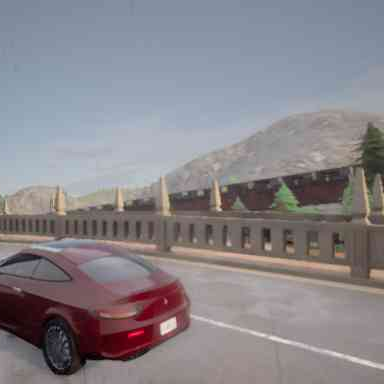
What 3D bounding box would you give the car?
[{"bbox_3d":[-2.172,1.540,5.540,4.674,1.442,1.812,0,0,35],"label":"car"}]
